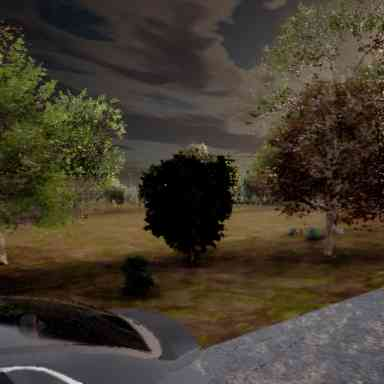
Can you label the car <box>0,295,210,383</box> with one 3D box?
[{"bbox_3d":[-2.071,1.505,1.598,4.892,1.490,1.837,0,0,-36],"label":"car"}]
